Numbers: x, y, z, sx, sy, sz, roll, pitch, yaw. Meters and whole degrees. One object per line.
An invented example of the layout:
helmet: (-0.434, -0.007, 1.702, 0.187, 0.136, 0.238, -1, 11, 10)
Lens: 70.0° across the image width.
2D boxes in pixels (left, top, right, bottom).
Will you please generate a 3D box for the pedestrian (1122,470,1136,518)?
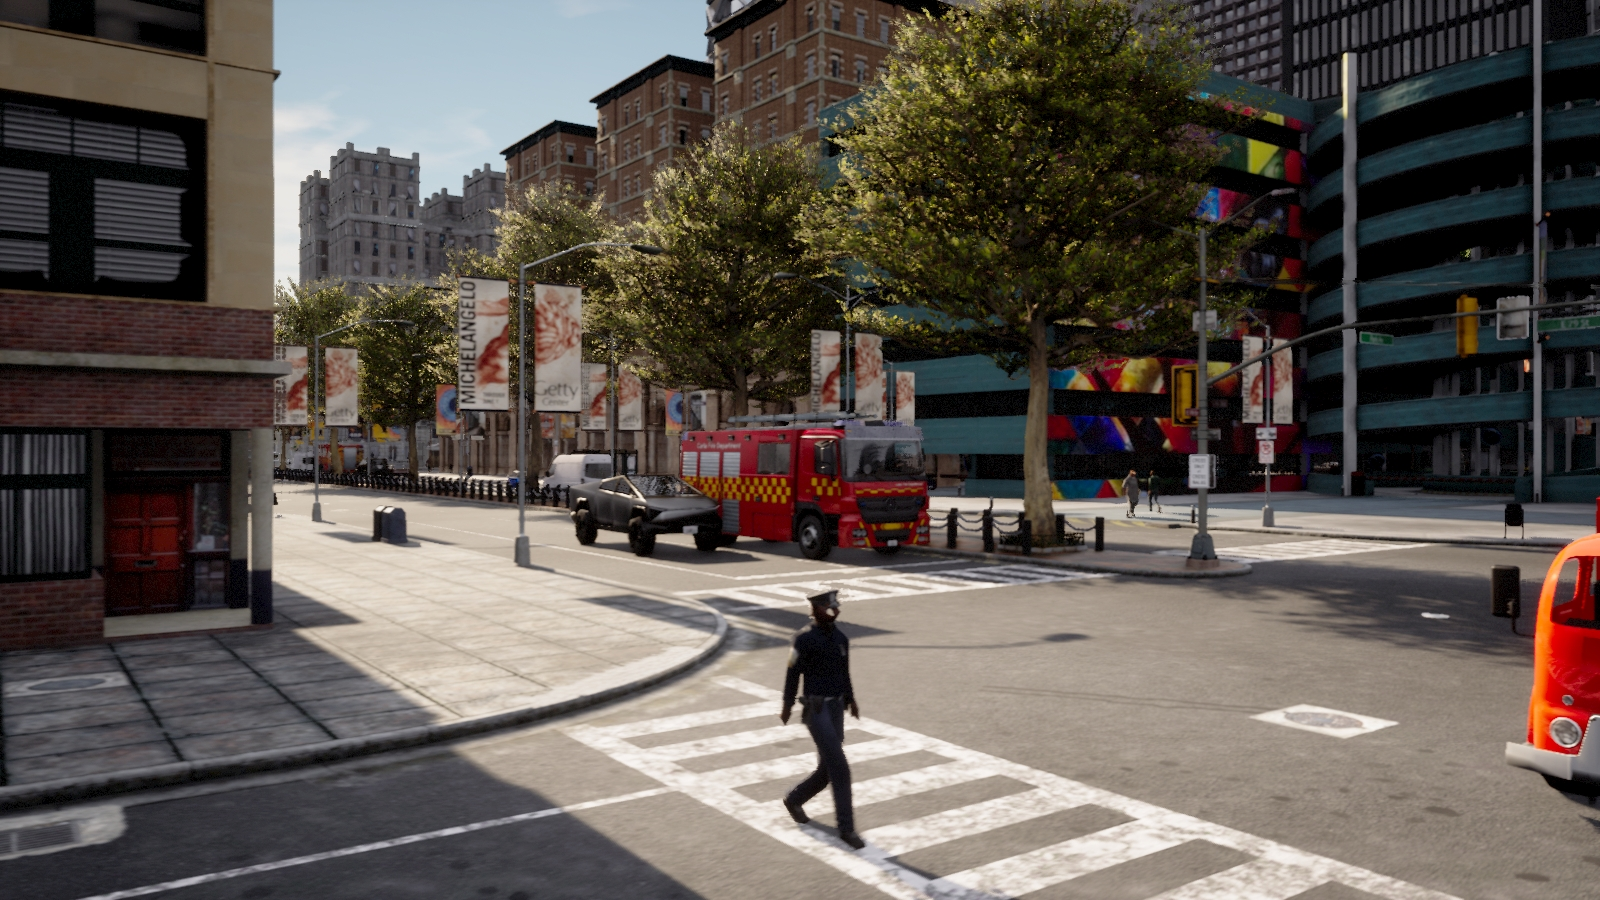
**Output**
pedestrian: (12.731, 1.698, 44.235, 0.375, 1.860, 0.375, 0, 0, -24)

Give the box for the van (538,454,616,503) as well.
van: (-12.467, 1.534, 63.523, 1.988, 2.561, 5.915, 0, 0, -35)

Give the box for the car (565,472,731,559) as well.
car: (-4.502, 1.754, 32.733, 2.390, 2.098, 6.274, 0, 0, -31)

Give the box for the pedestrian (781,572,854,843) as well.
pedestrian: (0.126, 1.849, 8.338, 0.375, 1.860, 0.375, 0, 0, -40)

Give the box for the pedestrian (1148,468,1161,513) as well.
pedestrian: (14.766, 1.696, 47.624, 0.375, 1.860, 0.375, 0, 0, -15)

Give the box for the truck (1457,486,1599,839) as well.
truck: (8.081, 1.568, 9.443, 5.204, 2.467, 2.627, 0, 0, -35)

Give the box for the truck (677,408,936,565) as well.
truck: (-0.116, 0.891, 32.163, 2.891, 3.827, 8.468, 0, 0, -35)
